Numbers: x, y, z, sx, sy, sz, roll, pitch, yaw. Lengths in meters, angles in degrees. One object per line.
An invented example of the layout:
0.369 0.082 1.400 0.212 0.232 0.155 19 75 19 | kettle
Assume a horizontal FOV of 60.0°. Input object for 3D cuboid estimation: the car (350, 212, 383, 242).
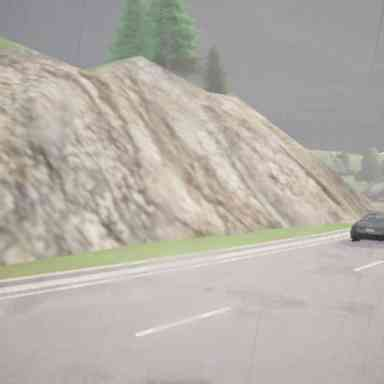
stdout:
9.394 1.686 16.223 4.181 1.385 1.994 0 -1 -43 | car
